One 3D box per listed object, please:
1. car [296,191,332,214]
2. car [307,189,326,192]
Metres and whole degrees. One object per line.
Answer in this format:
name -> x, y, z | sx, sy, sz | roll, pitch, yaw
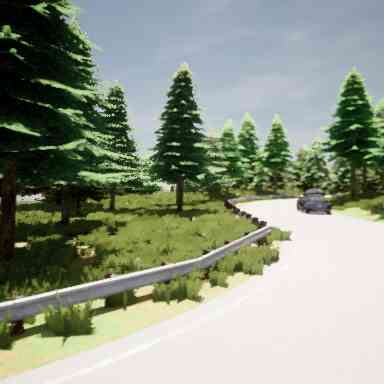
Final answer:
car -> 9.806, 0.924, 26.969 | 1.994, 1.385, 4.181 | 1, 2, 6
car -> 15.475, 0.338, 41.660 | 1.837, 1.490, 4.892 | -2, 2, 35
